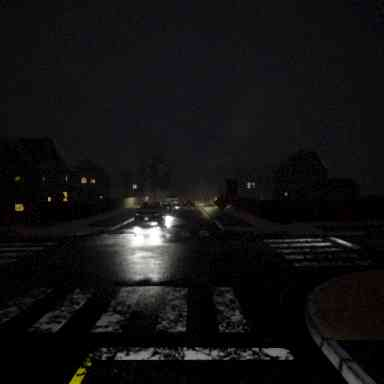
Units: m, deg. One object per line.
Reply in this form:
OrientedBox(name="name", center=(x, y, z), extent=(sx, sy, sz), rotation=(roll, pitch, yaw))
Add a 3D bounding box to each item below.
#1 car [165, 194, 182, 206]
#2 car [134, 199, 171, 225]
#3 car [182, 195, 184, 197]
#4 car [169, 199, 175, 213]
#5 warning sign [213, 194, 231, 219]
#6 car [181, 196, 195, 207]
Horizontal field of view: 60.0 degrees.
OrientedBox(name="car", center=(-3.366, 1.414, 57.333), extent=(2.150, 2.045, 5.566), rotation=(0, -1, 0))
OrientedBox(name="car", center=(-3.006, 1.521, 24.570), extent=(2.128, 1.511, 4.902), rotation=(0, 0, 1))
OrientedBox(name="car", center=(-0.741, 1.827, 66.327), extent=(1.994, 1.385, 4.181), rotation=(0, 0, -2))
OrientedBox(name="car", center=(-3.118, 1.662, 35.060), extent=(1.895, 1.301, 4.718), rotation=(0, 0, -1))
OrientedBox(name="warning sign", center=(2.401, 1.149, 26.707), extent=(1.300, 1.860, 1.060), rotation=(2, 2, -1))
OrientedBox(name="car", center=(-0.526, 1.784, 56.503), extent=(1.895, 1.301, 4.718), rotation=(0, 0, 0))
